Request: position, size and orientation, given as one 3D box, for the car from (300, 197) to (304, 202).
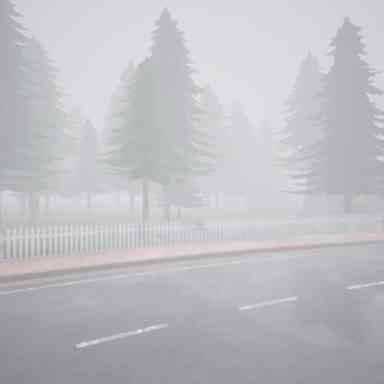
[{"bbox_3d":[21.169,1.418,60.778,1.812,1.442,4.674,0,0,-3],"label":"car"}]
